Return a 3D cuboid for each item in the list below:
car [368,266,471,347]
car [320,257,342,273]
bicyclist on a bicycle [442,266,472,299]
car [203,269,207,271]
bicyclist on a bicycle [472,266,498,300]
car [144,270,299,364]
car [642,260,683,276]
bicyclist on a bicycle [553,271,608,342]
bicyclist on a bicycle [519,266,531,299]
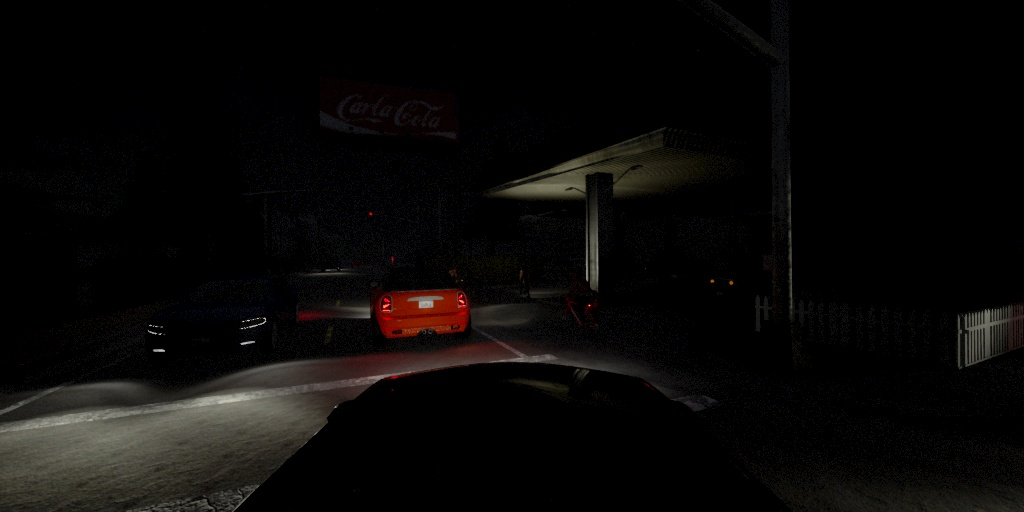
[{"bbox_3d":[-2.614,1.041,9.486,2.097,1.767,4.553,0,0,-22],"label":"car"},{"bbox_3d":[-24.077,1.103,47.682,2.150,2.045,5.566,0,0,-25],"label":"car"},{"bbox_3d":[-2.751,1.295,16.413,1.656,1.620,0.582,1,0,37],"label":"bicyclist on a bicycle"},{"bbox_3d":[-26.574,1.572,28.268,4.902,1.511,2.128,0,0,-26],"label":"car"},{"bbox_3d":[-1.454,1.322,17.805,1.656,1.620,0.582,1,0,-22],"label":"bicyclist on a bicycle"},{"bbox_3d":[-6.319,1.194,8.387,1.882,1.535,5.008,0,0,-24],"label":"car"},{"bbox_3d":[18.238,1.251,44.113,4.892,1.490,1.837,0,0,-24],"label":"car"},{"bbox_3d":[1.640,1.194,8.735,0.582,1.620,1.656,3,-2,-43],"label":"bicyclist on a bicycle"},{"bbox_3d":[0.654,1.315,17.937,0.582,1.620,1.656,0,0,16],"label":"bicyclist on a bicycle"}]
